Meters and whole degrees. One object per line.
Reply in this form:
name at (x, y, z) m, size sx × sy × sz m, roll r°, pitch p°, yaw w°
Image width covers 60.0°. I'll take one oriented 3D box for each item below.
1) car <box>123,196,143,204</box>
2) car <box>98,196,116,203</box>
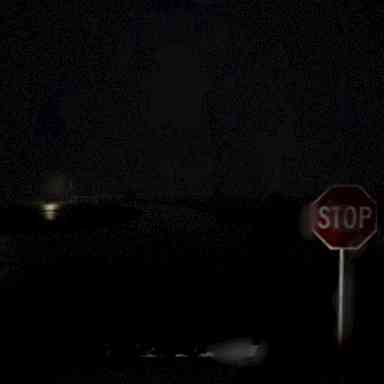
car at (-10.671, 1.382, 59.965) m, size 1.882 × 1.535 × 5.008 m, roll -1°, pitch 0°, yaw -37°
car at (-17.539, 1.484, 67.833) m, size 4.718 × 1.301 × 1.895 m, roll -1°, pitch 1°, yaw 42°
